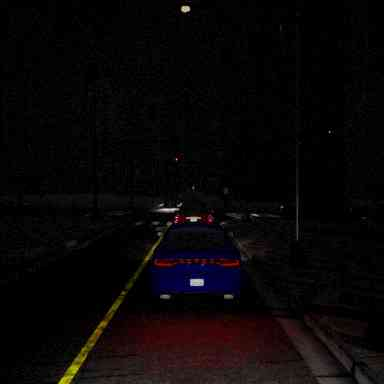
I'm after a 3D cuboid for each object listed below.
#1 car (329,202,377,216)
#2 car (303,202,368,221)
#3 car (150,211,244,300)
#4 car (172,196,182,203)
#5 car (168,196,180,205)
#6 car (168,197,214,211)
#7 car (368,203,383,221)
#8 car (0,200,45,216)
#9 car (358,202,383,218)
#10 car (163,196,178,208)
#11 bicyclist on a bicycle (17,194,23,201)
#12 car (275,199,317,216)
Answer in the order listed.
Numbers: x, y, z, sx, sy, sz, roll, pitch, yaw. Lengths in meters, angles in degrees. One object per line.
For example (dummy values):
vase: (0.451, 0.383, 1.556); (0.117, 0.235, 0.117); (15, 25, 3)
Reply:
car: (17.762, 1.841, 36.835); (4.403, 1.369, 2.008); (1, -1, 0)
car: (12.116, 1.774, 28.307); (4.313, 1.339, 1.947); (1, -1, 0)
car: (0.095, 1.477, 8.461); (1.882, 1.535, 5.008); (0, 0, 0)
car: (-3.053, 1.600, 69.196); (1.895, 1.301, 4.718); (0, 0, 0)
car: (-3.123, 1.504, 58.983); (1.837, 1.490, 4.892); (0, 0, 0)
car: (0.108, 1.351, 17.615); (2.097, 1.767, 4.553); (0, 0, 1)
car: (17.929, 1.823, 28.311); (4.829, 1.417, 1.752); (1, -1, 0)
car: (-14.792, 1.366, 28.194); (4.403, 1.369, 2.008); (1, -1, 0)
car: (19.896, 1.851, 34.163); (4.674, 1.442, 1.812); (1, 0, 0)
car: (-3.138, 1.490, 48.744); (2.128, 1.511, 4.902); (0, 0, -2)
bicyclist on a bicycle: (-20.523, 1.029, 39.675); (0.582, 1.620, 1.656); (1, 0, 0)
car: (10.930, 1.538, 34.155); (4.553, 1.767, 2.097); (1, 0, 0)
